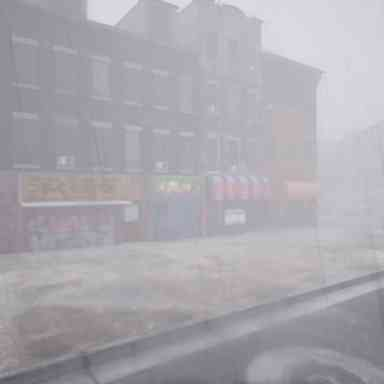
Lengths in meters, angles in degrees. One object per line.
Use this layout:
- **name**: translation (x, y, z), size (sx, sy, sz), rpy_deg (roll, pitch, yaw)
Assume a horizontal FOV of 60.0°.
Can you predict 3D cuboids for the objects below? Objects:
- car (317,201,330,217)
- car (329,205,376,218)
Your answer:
- **car**: translation (15.272, 2.096, 42.316), size (2.192, 1.841, 5.009), rpy_deg (-2, 0, -36)
- **car**: translation (18.498, 2.197, 37.813), size (2.008, 1.369, 4.403), rpy_deg (-2, 0, -36)
